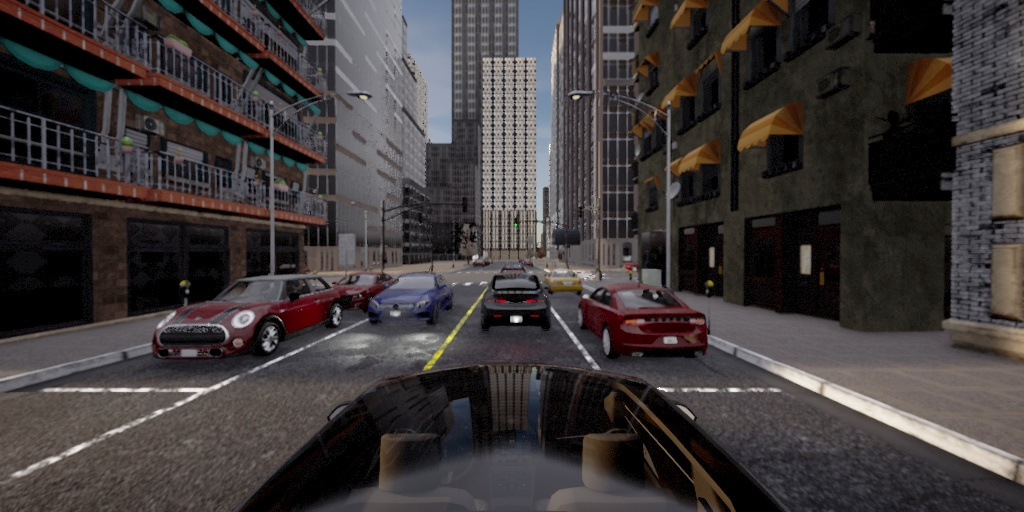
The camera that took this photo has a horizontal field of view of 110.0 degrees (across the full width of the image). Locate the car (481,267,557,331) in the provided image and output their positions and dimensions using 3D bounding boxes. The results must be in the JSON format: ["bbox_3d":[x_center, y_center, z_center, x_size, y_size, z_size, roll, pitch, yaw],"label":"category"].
[{"bbox_3d":[0.100,1.249,11.014,1.837,1.490,4.892,0,0,0],"label":"car"}]

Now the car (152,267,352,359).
[{"bbox_3d":[-5.692,1.185,8.317,1.967,1.591,4.097,0,0,0],"label":"car"}]

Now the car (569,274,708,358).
[{"bbox_3d":[2.689,1.290,8.304,1.888,1.381,4.507,0,0,0],"label":"car"}]

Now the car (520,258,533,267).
[{"bbox_3d":[2.684,1.150,62.876,1.967,1.591,4.097,0,0,0],"label":"car"}]

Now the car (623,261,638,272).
[{"bbox_3d":[14.260,0.983,38.494,4.507,1.381,1.888,0,0,0],"label":"car"}]

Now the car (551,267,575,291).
[{"bbox_3d":[2.688,1.262,19.520,1.751,1.417,4.829,0,0,0],"label":"car"}]

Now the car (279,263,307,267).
[{"bbox_3d":[-23.838,1.472,38.170,4.097,1.591,1.967,0,0,0],"label":"car"}]

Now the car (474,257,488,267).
[{"bbox_3d":[-5.696,1.255,62.877,1.888,1.381,4.507,0,0,0],"label":"car"}]

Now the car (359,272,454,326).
[{"bbox_3d":[-3.075,1.268,11.834,1.812,1.442,4.674,0,0,0],"label":"car"}]

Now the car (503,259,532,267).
[{"bbox_3d":[0.099,1.224,26.678,2.128,1.511,4.902,0,0,0],"label":"car"}]

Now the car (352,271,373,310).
[{"bbox_3d":[-5.693,1.286,13.841,1.888,1.381,4.507,0,0,0],"label":"car"}]
